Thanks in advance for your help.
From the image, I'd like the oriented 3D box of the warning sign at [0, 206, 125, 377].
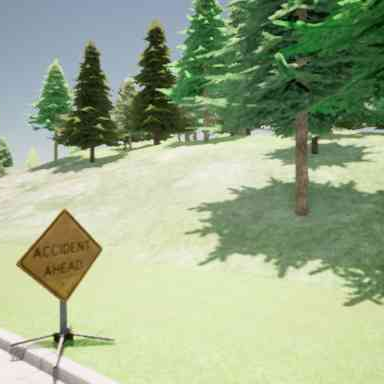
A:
[{"bbox_3d":[-1.778,1.152,4.585,1.060,1.860,1.300,-1,0,36],"label":"warning sign"}]
